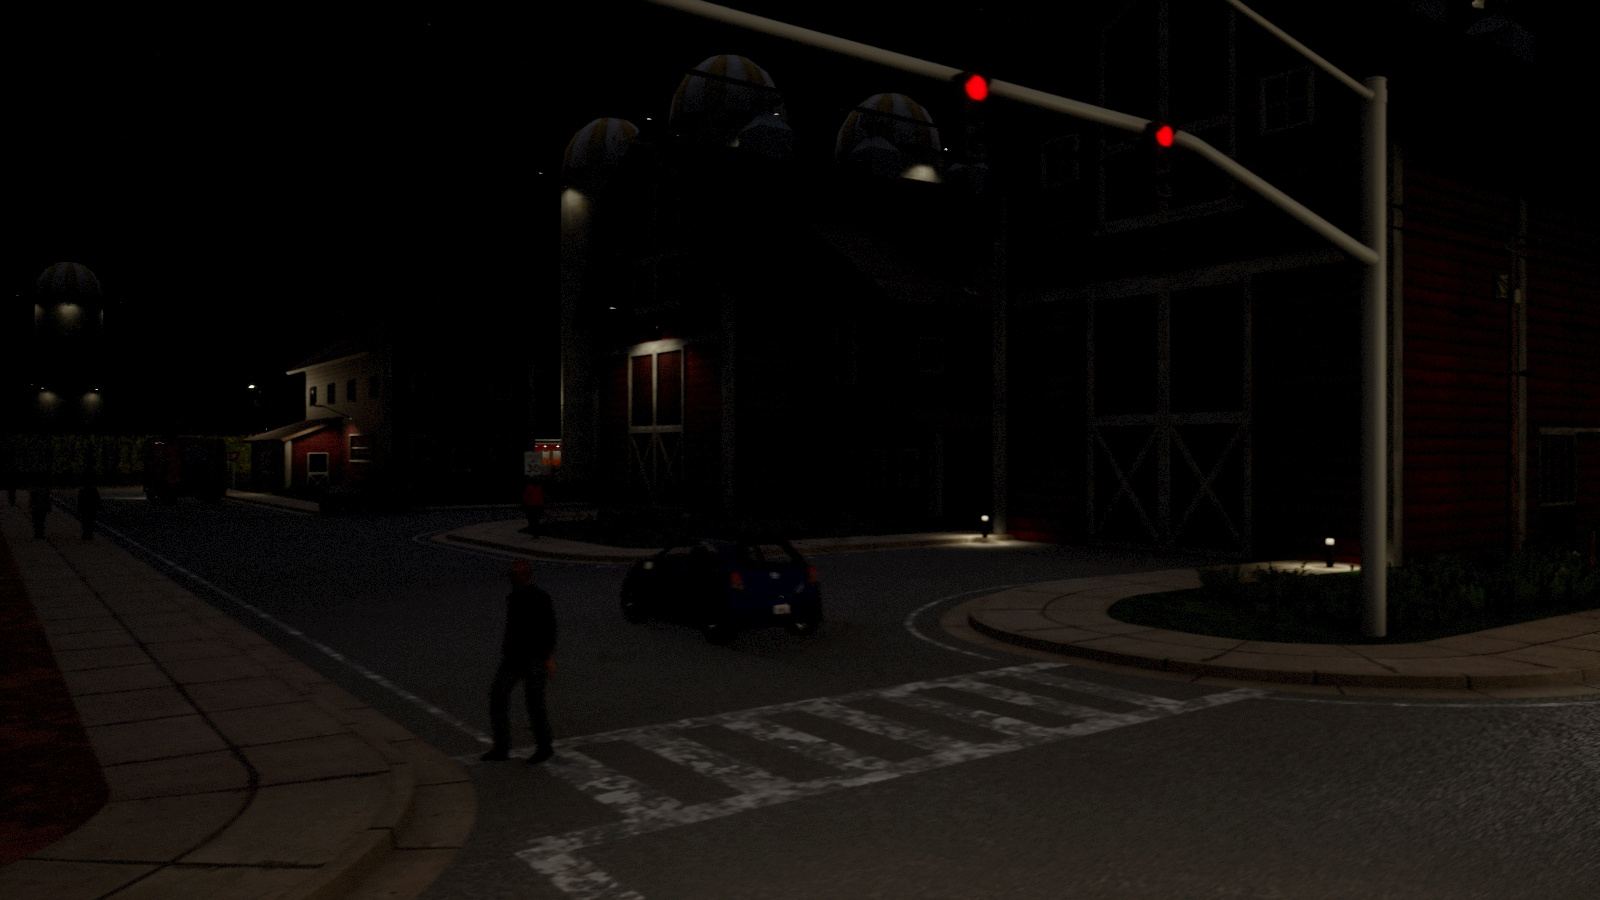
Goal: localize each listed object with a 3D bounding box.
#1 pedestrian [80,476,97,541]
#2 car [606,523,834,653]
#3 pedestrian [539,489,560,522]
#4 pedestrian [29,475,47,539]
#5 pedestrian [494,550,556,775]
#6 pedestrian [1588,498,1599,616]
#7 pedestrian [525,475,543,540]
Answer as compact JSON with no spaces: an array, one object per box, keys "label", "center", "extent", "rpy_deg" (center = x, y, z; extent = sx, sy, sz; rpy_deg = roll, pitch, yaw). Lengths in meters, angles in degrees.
[{"label":"pedestrian","center":[-20.401,1.673,32.779],"extent":[0.375,1.860,0.375],"rpy_deg":[0,0,-38]},{"label":"car","center":[-1.323,2.008,17.573],"extent":[1.845,1.501,3.633],"rpy_deg":[0,0,-36]},{"label":"pedestrian","center":[-8.653,1.905,39.459],"extent":[0.500,1.100,0.500],"rpy_deg":[0,0,33]},{"label":"pedestrian","center":[-22.432,1.673,33.629],"extent":[0.375,1.860,0.375],"rpy_deg":[0,0,-41]},{"label":"pedestrian","center":[-2.393,1.823,9.950],"extent":[0.375,1.860,0.375],"rpy_deg":[0,0,33]},{"label":"pedestrian","center":[12.807,1.694,18.102],"extent":[0.375,1.860,0.375],"rpy_deg":[0,0,-20]},{"label":"pedestrian","center":[-7.743,1.669,33.263],"extent":[0.375,1.860,0.375],"rpy_deg":[0,0,-38]}]
